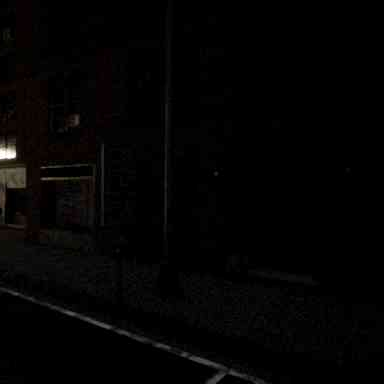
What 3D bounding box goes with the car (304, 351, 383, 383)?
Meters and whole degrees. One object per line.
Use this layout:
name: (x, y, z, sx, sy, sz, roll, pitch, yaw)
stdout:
car: (2.254, 1.448, 1.238, 4.097, 1.590, 1.967, 0, 0, 36)
